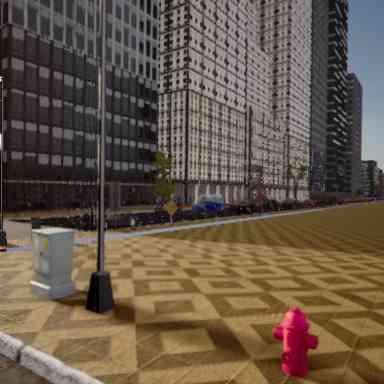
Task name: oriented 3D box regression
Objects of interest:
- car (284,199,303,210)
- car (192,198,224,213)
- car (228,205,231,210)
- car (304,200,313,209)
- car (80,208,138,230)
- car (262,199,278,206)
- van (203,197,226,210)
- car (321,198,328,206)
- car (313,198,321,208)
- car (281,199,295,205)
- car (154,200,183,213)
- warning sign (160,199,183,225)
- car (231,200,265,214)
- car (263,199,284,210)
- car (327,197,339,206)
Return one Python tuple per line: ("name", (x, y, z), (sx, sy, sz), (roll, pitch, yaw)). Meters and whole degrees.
("car", (16.751, 2.220, 55.683), (1.947, 1.339, 4.313), (0, 0, 35))
("car", (1.892, 1.862, 44.382), (1.882, 1.535, 5.008), (1, 0, 35))
("car", (6.948, 2.027, 46.195), (2.033, 1.411, 5.357), (1, 0, 35))
("car", (19.970, 2.291, 60.317), (1.802, 1.307, 4.206), (0, 0, 35))
("car", (-5.674, 1.819, 23.172), (2.008, 1.369, 4.403), (0, 0, 35))
("car", (16.308, 2.205, 69.733), (1.802, 1.307, 4.206), (0, 0, 35))
("van", (3.437, 1.745, 51.202), (1.690, 1.788, 3.998), (0, 0, 35))
("car", (26.408, 2.384, 69.585), (1.947, 1.339, 4.313), (0, 0, 35))
("car", (23.190, 2.203, 64.952), (1.967, 1.590, 4.097), (0, 0, 35))
("car", (22.744, 2.298, 78.999), (1.947, 1.339, 4.313), (0, 0, 35))
("car", (-2.999, 1.733, 41.935), (1.967, 1.590, 4.097), (0, 0, 35))
("warning sign", (-1.547, 1.461, 25.129), (1.300, 1.860, 1.060), (2, 1, 35))
("car", (7.095, 2.055, 41.780), (1.947, 1.339, 4.313), (0, 0, 35))
("car", (12.880, 1.933, 54.804), (2.097, 1.767, 4.553), (1, 0, 35))
("car", (32.846, 2.493, 78.854), (1.947, 1.339, 4.313), (0, 0, 35))
